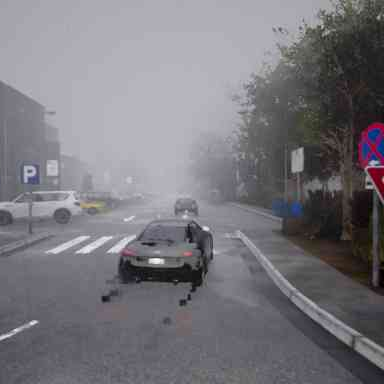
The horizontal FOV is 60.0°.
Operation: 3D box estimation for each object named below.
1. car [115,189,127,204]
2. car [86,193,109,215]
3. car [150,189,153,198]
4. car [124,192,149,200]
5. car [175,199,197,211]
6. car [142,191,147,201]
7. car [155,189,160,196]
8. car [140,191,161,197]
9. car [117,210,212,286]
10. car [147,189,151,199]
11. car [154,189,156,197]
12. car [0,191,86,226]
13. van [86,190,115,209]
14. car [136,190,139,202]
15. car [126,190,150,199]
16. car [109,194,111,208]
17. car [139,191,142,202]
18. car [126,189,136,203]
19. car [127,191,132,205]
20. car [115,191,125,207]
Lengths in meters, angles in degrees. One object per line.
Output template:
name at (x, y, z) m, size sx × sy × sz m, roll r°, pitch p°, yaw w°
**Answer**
car at (-10.369, 0.889, 39.045) m, size 4.553 × 1.767 × 2.185 m, roll -1°, pitch 0°, yaw -22°
car at (-9.827, 1.142, 27.110) m, size 5.366 × 1.575 × 1.946 m, roll -1°, pitch 0°, yaw -22°
car at (-10.940, 0.519, 63.085) m, size 5.566 × 2.045 × 2.435 m, roll -1°, pitch 0°, yaw -22°
car at (-11.023, 0.784, 66.064) m, size 4.674 × 1.452 × 2.002 m, roll -1°, pitch 1°, yaw -21°
car at (-0.541, 1.240, 29.432) m, size 1.895 × 1.301 × 4.718 m, roll 0°, pitch 1°, yaw -2°
car at (-10.700, 0.604, 54.072) m, size 5.566 × 2.045 × 2.435 m, roll -1°, pitch 0°, yaw -21°
car at (-11.607, 0.580, 87.065) m, size 4.892 × 1.521 × 2.231 m, roll -1°, pitch 0°, yaw -22°
car at (-11.608, 0.529, 93.134) m, size 5.366 × 1.575 × 1.946 m, roll -1°, pitch 0°, yaw -22°
car at (-0.517, 1.431, 9.099) m, size 1.994 × 1.385 × 4.181 m, roll 0°, pitch 1°, yaw 7°
car at (-10.702, 0.792, 60.135) m, size 5.366 × 1.575 × 1.946 m, roll -1°, pitch 0°, yaw -21°
car at (-11.234, 0.698, 75.079) m, size 4.792 × 1.488 × 2.163 m, roll -1°, pitch 0°, yaw -22°
car at (-9.845, 0.965, 21.012) m, size 5.566 × 2.045 × 2.435 m, roll -1°, pitch 1°, yaw -22°
van at (-10.282, 0.857, 32.996) m, size 4.442 × 1.987 × 1.878 m, roll -1°, pitch 1°, yaw -22°
car at (-10.539, 0.791, 48.061) m, size 4.553 × 1.767 × 2.185 m, roll -1°, pitch 1°, yaw -21°
car at (-11.136, 0.593, 69.057) m, size 4.553 × 1.767 × 2.185 m, roll -1°, pitch 0°, yaw -21°
car at (-10.092, 1.155, 30.046) m, size 4.674 × 1.452 × 2.002 m, roll -1°, pitch 0°, yaw -22°
car at (-10.621, 0.915, 51.076) m, size 4.792 × 1.488 × 2.163 m, roll -1°, pitch 0°, yaw -22°
car at (-10.461, 0.823, 45.061) m, size 4.553 × 1.767 × 2.185 m, roll -1°, pitch 1°, yaw -21°
car at (-10.415, 1.021, 42.055) m, size 4.674 × 1.452 × 2.002 m, roll -1°, pitch 0°, yaw -21°
car at (-10.247, 1.047, 36.045) m, size 5.008 × 1.535 × 2.097 m, roll -1°, pitch 1°, yaw -22°
